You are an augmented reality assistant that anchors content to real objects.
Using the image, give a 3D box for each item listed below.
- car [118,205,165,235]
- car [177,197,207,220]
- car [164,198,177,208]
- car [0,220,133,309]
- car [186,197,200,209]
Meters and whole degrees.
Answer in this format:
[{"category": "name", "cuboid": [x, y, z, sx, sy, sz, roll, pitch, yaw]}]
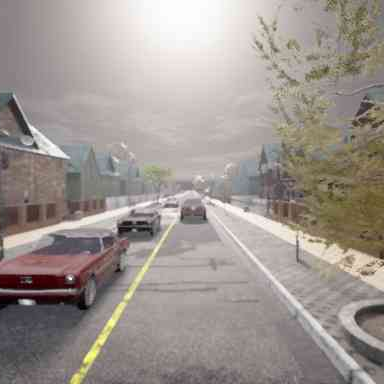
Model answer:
[{"category": "car", "cuboid": [-2.797, 1.566, 18.530, 1.895, 1.301, 4.718, 0, 0, 0]}, {"category": "car", "cuboid": [0.106, 1.299, 27.873, 2.097, 1.767, 4.553, 0, 0, 0]}, {"category": "car", "cuboid": [-2.825, 1.468, 46.061, 2.033, 1.411, 5.357, 0, 0, 0]}, {"category": "car", "cuboid": [-2.840, 1.586, 7.928, 1.895, 1.301, 4.718, 0, 0, 0]}, {"category": "car", "cuboid": [0.107, 1.428, 44.553, 1.837, 1.490, 4.892, 0, 0, 0]}]
